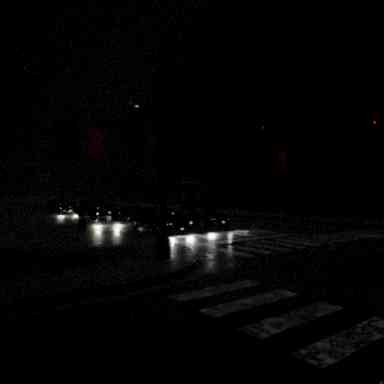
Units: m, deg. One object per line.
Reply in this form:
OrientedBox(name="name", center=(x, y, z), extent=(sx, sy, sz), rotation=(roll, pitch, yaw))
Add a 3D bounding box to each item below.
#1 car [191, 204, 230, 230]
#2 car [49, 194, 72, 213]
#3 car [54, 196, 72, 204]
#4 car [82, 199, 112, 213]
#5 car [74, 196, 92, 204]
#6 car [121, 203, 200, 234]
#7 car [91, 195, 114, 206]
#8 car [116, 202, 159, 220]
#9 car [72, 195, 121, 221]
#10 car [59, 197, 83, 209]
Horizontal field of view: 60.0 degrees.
OrientedBox(name="car", center=(0.501, 1.581, 22.156), extent=(1.837, 1.490, 4.892), rotation=(0, 0, -36))
OrientedBox(name="car", center=(-14.324, 1.220, 36.980), extent=(2.150, 2.045, 5.566), rotation=(0, 0, -36))
OrientedBox(name="car", center=(-23.942, 1.467, 61.488), extent=(1.837, 1.490, 4.892), rotation=(0, 0, -36))
OrientedBox(name="car", center=(-10.813, 1.544, 37.674), extent=(1.812, 1.442, 4.674), rotation=(0, 0, -36))
OrientedBox(name="car", center=(-20.476, 1.546, 62.253), extent=(1.994, 1.385, 4.181), rotation=(0, 0, -36))
OrientedBox(name="car", center=(-2.082, 1.608, 20.180), extent=(2.033, 1.411, 5.357), rotation=(0, 0, -36))
OrientedBox(name="car", center=(-14.534, 1.359, 54.115), extent=(2.097, 1.767, 4.553), rotation=(0, 0, -36))
OrientedBox(name="car", center=(-4.959, 1.649, 29.636), extent=(1.895, 1.301, 4.718), rotation=(0, 0, -36))
OrientedBox(name="car", center=(-8.087, 1.251, 28.413), extent=(2.150, 2.045, 5.566), rotation=(0, 0, -36))
OrientedBox(name="car", center=(-16.750, 1.494, 45.878), extent=(1.837, 1.490, 4.892), rotation=(0, 0, -35))
